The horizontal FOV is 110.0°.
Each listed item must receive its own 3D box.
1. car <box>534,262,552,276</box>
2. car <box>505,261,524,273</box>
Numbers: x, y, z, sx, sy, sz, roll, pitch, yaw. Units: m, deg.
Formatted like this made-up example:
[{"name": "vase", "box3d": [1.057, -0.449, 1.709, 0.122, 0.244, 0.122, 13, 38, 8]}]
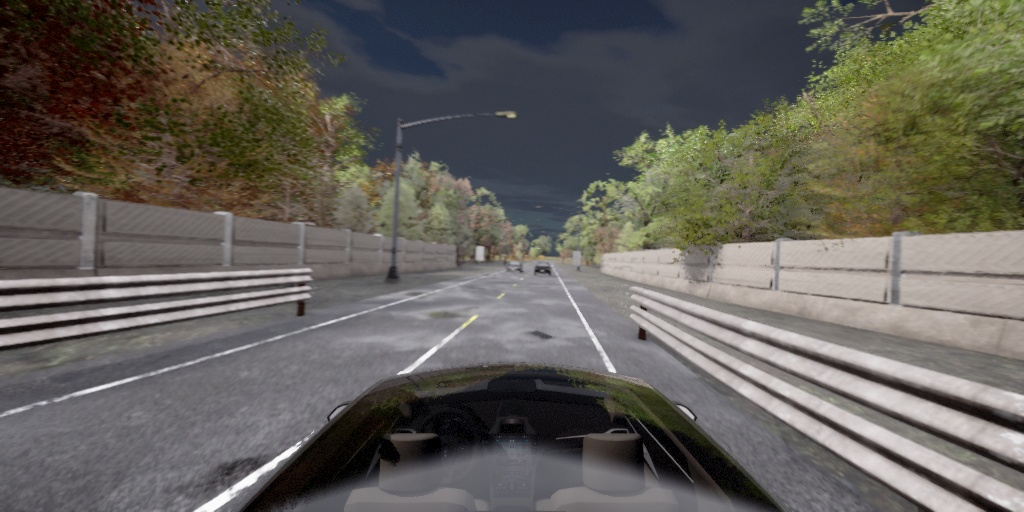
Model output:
[{"name": "car", "box3d": [3.565, 1.462, 41.568, 1.882, 1.535, 5.008, 3, 0, 6]}, {"name": "car", "box3d": [0.383, 1.356, 45.512, 1.812, 1.442, 4.674, 3, 0, 6]}]
